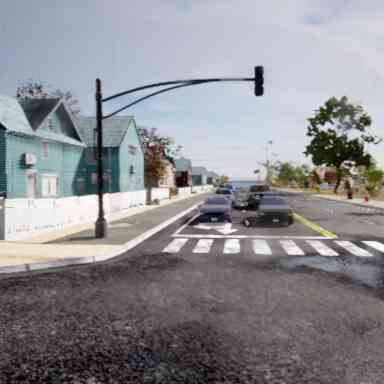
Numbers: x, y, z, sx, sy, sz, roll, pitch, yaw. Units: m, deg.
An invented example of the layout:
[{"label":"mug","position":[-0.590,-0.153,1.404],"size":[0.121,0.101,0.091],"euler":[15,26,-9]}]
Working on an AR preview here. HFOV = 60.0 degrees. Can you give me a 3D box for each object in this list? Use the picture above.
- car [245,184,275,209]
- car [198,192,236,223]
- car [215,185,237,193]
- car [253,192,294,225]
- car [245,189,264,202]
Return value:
[{"label":"car","position":[6.018,0.336,29.374],"size":[2.150,2.045,5.566],"euler":[0,2,7]},{"label":"car","position":[1.504,0.962,19.990],"size":[2.033,1.411,5.357],"euler":[0,2,8]},{"label":"car","position":[2.805,0.479,29.852],"size":[2.097,1.767,4.553],"euler":[0,2,8]},{"label":"car","position":[4.703,0.958,19.217],"size":[2.033,1.411,5.357],"euler":[0,2,11]},{"label":"car","position":[7.417,0.359,39.902],"size":[2.033,1.411,5.357],"euler":[0,2,8]}]
